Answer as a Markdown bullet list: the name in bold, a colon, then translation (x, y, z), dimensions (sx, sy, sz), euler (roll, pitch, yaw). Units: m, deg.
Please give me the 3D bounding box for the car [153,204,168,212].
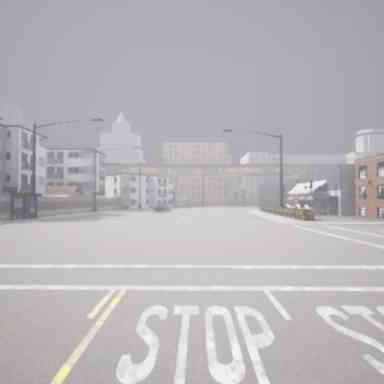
- **car**: translation (-5.394, 2.826, 57.845), dimensions (1.895, 1.301, 4.718), euler (0, -1, 5)
